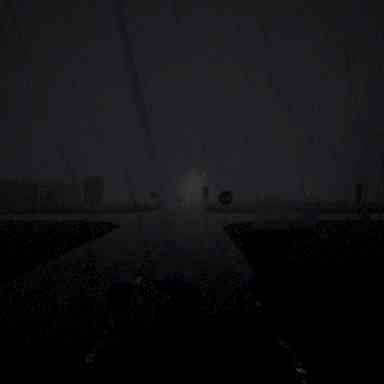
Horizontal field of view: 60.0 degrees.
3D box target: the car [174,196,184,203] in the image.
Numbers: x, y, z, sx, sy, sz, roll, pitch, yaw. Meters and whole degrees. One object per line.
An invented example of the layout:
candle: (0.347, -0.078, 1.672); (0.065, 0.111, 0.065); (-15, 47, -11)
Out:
car: (-2.768, 1.570, 69.686); (2.033, 1.411, 5.357); (0, 0, 0)
